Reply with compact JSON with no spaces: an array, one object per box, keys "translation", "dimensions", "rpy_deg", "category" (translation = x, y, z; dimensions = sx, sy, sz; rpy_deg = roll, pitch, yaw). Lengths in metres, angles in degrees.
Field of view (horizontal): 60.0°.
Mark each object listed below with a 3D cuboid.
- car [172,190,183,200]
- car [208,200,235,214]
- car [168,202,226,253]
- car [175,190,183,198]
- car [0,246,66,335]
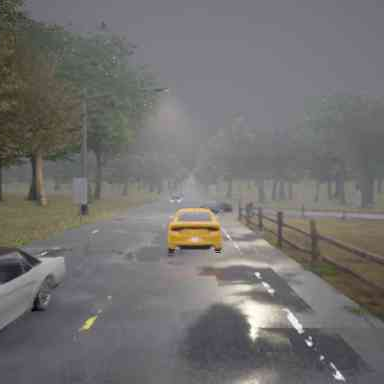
[{"translation":[-3.467,0.969,73.370],"dimensions":[1.882,1.535,5.008],"rpy_deg":[0,0,0],"category":"car"},{"translation":[2.480,1.419,31.686],"dimensions":[1.994,1.385,4.181],"rpy_deg":[-2,-3,32],"category":"car"},{"translation":[0.100,1.400,13.400],"dimensions":[1.882,1.535,5.008],"rpy_deg":[0,0,0],"category":"car"},{"translation":[-3.460,0.497,89.589],"dimensions":[2.150,2.045,5.566],"rpy_deg":[0,1,0],"category":"car"},{"translation":[-3.596,1.573,4.806],"dimensions":[1.895,1.301,4.718],"rpy_deg":[0,0,0],"category":"car"}]
